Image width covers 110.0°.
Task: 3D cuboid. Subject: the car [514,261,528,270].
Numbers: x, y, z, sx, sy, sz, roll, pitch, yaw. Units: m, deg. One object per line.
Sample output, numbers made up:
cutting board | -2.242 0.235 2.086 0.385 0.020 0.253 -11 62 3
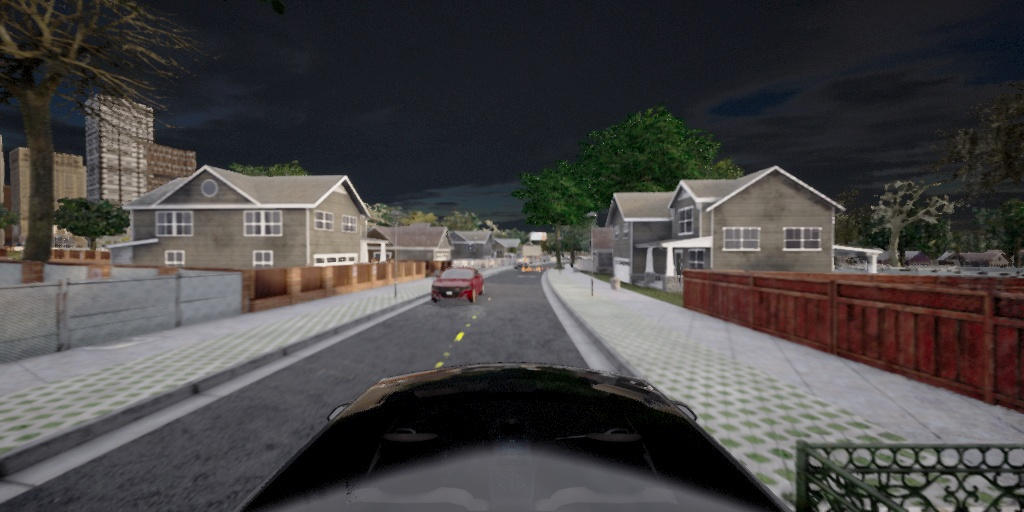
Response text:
car | 1.491 1.553 58.552 1.994 1.385 4.181 0 0 9

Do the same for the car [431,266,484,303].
car | -2.483 1.266 17.278 1.882 1.535 5.008 0 0 2

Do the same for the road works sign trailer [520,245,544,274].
road works sign trailer | 2.453 0.385 44.733 2.380 3.560 2.880 0 0 7
